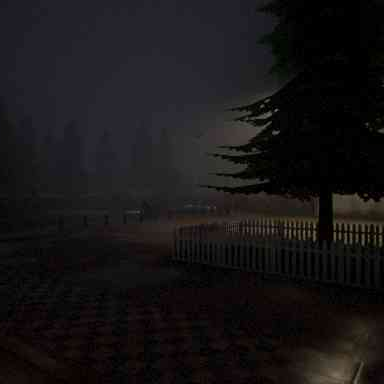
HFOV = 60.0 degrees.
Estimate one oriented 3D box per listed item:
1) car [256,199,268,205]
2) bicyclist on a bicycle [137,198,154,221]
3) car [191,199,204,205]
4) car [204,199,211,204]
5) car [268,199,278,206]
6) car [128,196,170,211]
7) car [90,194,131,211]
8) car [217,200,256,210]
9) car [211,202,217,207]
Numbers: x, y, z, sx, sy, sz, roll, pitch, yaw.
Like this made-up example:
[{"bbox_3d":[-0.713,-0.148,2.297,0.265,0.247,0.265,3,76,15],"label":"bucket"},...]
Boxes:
[{"bbox_3d":[10.404,1.547,56.549,2.033,1.411,5.357,0,0,35],"label":"car"},{"bbox_3d":[-3.433,1.302,24.414,1.656,1.620,0.582,0,0,35],"label":"bicyclist on a bicycle"},{"bbox_3d":[1.819,1.381,56.565,2.097,1.767,4.553,0,0,35],"label":"car"},{"bbox_3d":[4.652,1.257,54.509,2.033,1.411,5.357,0,0,35],"label":"car"},{"bbox_3d":[14.267,1.547,55.774,2.033,1.411,5.357,0,0,36],"label":"car"},{"bbox_3d":[-4.988,1.547,41.150,2.033,1.411,5.357,0,0,36],"label":"car"},{"bbox_3d":[-9.683,1.221,40.597,2.150,2.045,5.566,0,0,36],"label":"car"},{"bbox_3d":[6.026,1.221,44.204,2.150,2.045,5.566,0,0,36],"label":"car"},{"bbox_3d":[5.088,1.564,48.990,1.994,1.385,4.181,0,0,35],"label":"car"}]
